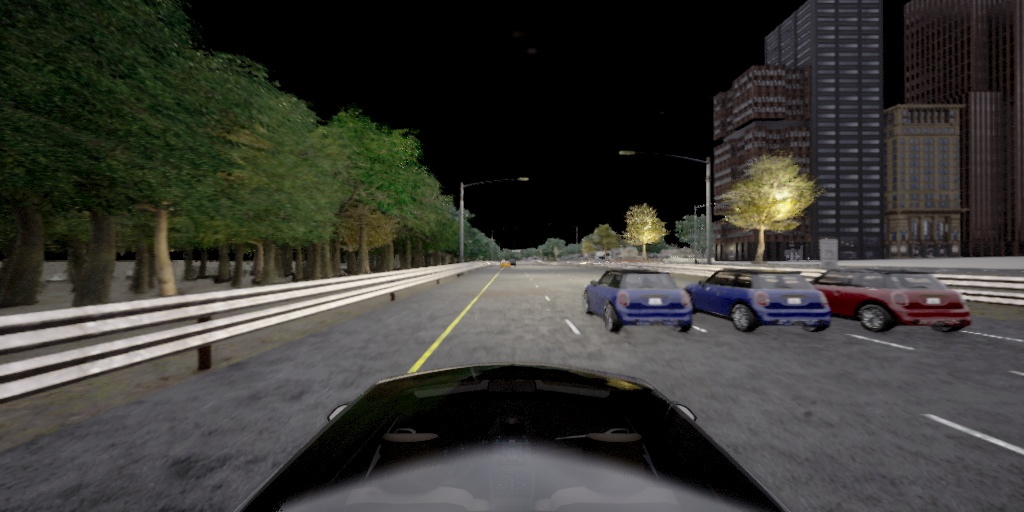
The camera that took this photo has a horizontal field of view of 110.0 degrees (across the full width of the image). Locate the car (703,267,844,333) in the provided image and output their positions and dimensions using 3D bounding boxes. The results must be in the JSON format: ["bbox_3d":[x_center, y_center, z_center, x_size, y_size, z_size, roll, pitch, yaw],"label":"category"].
[{"bbox_3d":[7.098,1.157,11.136,2.097,1.767,4.553,0,0,0],"label":"car"}]

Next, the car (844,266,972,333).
[{"bbox_3d":[10.597,1.157,11.140,2.097,1.767,4.553,0,0,0],"label":"car"}]

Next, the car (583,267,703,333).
[{"bbox_3d":[3.597,1.157,11.132,2.097,1.767,4.553,0,0,0],"label":"car"}]
